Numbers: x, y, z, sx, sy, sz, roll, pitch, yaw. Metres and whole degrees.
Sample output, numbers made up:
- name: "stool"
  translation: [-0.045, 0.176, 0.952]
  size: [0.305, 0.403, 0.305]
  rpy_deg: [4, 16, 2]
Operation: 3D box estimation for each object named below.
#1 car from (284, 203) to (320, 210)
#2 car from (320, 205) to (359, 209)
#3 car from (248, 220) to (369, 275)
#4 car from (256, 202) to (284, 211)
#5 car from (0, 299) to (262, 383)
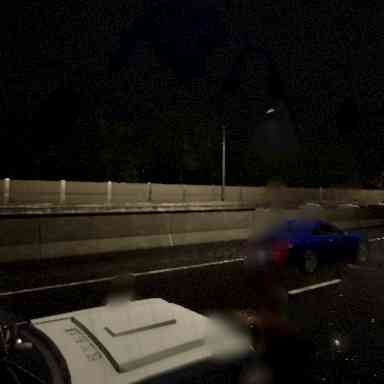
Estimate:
- name: "car"
  translation: [11.917, 1.916, 33.986]
  size: [4.718, 1.301, 1.895]
  rpy_deg: [1, 0, -35]
- name: "car"
  translation: [14.627, 1.925, 31.621]
  size: [4.718, 1.301, 1.895]
  rpy_deg: [1, 0, -35]
- name: "car"
  translation: [3.855, 1.626, 10.796]
  size: [4.674, 1.442, 1.812]
  rpy_deg: [1, 0, -35]
- name: "car"
  translation: [8.988, 1.828, 36.195]
  size: [4.674, 1.442, 1.812]
  rpy_deg: [1, 0, -35]
- name: "car"
  translation: [-1.673, 1.601, 2.553]
  size: [4.718, 1.301, 1.895]
  rpy_deg: [1, 0, -36]
